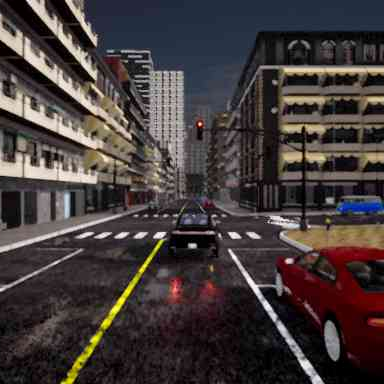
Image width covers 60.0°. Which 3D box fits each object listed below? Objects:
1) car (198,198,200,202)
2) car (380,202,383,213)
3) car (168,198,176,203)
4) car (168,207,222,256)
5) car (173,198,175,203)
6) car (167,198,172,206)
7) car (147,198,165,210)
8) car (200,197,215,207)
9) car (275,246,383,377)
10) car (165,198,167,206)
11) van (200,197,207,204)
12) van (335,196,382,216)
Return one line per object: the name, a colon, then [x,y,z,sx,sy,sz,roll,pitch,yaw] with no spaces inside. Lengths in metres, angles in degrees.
car: [2.766,2.145,71.285,2.008,1.369,4.403,-1,-1,0]
car: [15.790,1.512,22.888,4.313,1.339,1.947,-1,1,-1]
car: [-5.589,2.375,93.411,1.802,1.307,4.206,-1,-1,0]
car: [0.161,1.600,13.534,2.128,1.511,4.902,0,0,3]
car: [-5.602,2.216,82.186,1.752,1.417,4.829,-1,-1,0]
car: [-5.622,1.985,65.773,1.967,1.590,4.097,-1,-1,0]
car: [-5.640,1.952,49.190,2.008,1.369,4.403,0,0,0]
car: [2.745,1.889,54.703,1.967,1.590,4.097,-1,0,0]
car: [2.690,1.591,5.705,1.887,1.381,4.507,0,0,0]
car: [-5.634,2.015,54.717,1.947,1.339,4.313,0,0,0]
van: [2.776,2.034,82.342,1.690,1.788,3.998,-1,-1,0]
van: [15.678,1.285,31.264,3.998,1.788,1.690,-1,1,-1]
